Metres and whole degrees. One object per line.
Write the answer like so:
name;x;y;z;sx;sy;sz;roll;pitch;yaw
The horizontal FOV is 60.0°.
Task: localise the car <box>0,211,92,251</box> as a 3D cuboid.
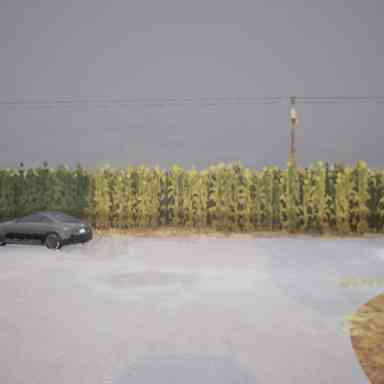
car;-6.265;1.501;13.676;4.181;1.385;1.994;0;0;16
